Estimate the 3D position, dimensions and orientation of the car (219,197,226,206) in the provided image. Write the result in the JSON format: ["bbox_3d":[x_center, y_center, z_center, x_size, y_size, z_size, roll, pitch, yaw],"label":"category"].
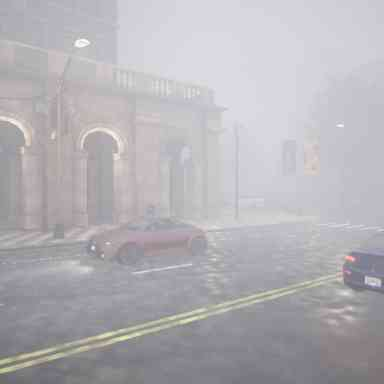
[{"bbox_3d":[4.935,1.545,52.547,2.033,1.411,5.357,0,0,-36],"label":"car"}]

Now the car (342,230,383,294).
[{"bbox_3d":[5.294,1.525,7.631,4.674,1.442,1.812,0,0,-36],"label":"car"}]

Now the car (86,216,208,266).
[{"bbox_3d":[-1.464,1.564,11.583,4.181,1.385,1.994,0,0,-36],"label":"car"}]

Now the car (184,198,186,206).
[{"bbox_3d":[-0.713,1.593,49.010,1.895,1.301,4.718,0,0,-36],"label":"car"}]

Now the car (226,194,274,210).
[{"bbox_3d":[7.442,1.220,43.055,2.150,2.045,5.566,0,0,-36],"label":"car"}]

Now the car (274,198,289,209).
[{"bbox_3d":[10.675,1.503,44.559,1.837,1.490,4.892,0,0,-36],"label":"car"}]
